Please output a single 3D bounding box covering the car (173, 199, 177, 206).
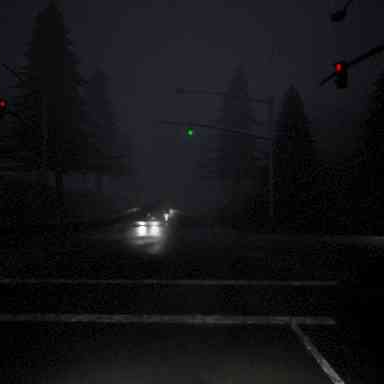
[{"bbox_3d":[-3.938,1.775,50.096,2.128,1.511,4.902,0,0,-7],"label":"car"}]

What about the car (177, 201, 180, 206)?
[{"bbox_3d":[-4.100,1.911,61.286,1.994,1.385,4.181,0,0,-39],"label":"car"}]

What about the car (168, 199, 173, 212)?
[{"bbox_3d":[-3.648,1.704,39.946,1.882,1.535,5.008,0,0,0],"label":"car"}]

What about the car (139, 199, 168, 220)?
[{"bbox_3d":[-3.653,1.664,30.443,2.128,1.511,4.902,0,0,0],"label":"car"}]
